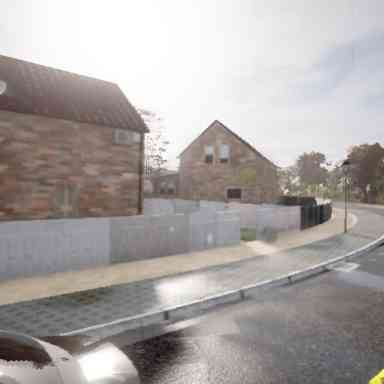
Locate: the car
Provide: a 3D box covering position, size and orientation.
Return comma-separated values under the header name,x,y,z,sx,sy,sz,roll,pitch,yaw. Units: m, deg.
name,x,y,z,sx,sy,sz,roll,pitch,yaw
car,-2.413,1.493,0.978,4.892,1.490,1.837,1,0,-37
